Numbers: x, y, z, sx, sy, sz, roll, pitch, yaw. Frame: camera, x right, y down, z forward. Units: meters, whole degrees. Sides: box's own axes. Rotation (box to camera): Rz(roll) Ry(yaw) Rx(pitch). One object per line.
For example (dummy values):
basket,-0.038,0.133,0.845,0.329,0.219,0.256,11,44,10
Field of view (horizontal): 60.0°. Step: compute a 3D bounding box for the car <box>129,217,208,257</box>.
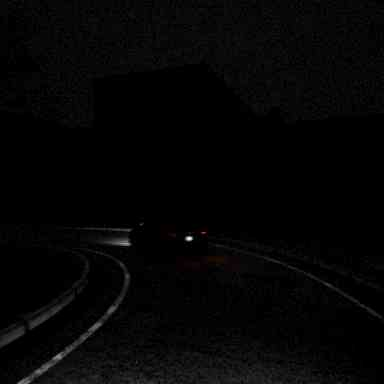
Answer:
car,-1.097,1.705,13.791,1.994,1.385,4.181,0,-1,-30
